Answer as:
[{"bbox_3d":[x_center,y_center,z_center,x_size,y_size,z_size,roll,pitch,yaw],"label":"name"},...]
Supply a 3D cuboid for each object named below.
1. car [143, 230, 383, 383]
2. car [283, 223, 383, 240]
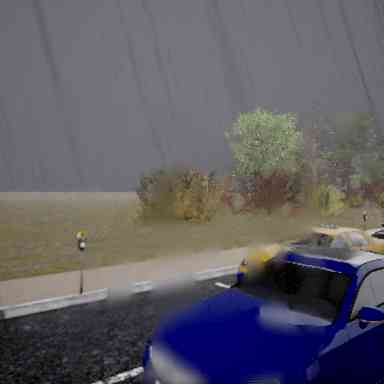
[{"bbox_3d":[1.663,1.512,4.255,4.674,1.442,1.812,0,0,-35],"label":"car"},{"bbox_3d":[3.315,1.497,8.453,4.829,1.417,1.752,0,1,-35],"label":"car"}]
